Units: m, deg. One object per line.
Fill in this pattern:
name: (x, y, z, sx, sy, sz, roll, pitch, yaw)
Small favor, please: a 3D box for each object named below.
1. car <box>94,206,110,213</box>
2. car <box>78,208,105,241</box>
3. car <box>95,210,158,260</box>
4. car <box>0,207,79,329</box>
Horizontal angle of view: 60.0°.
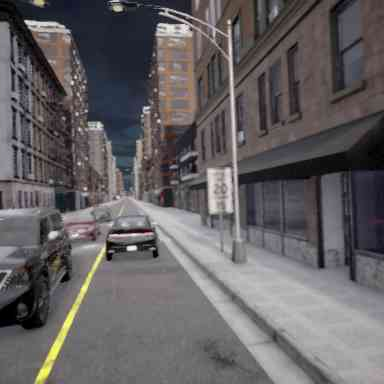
car: (-8.661, 2.077, 31.688, 1.837, 1.490, 4.892, -2, 0, -11)
car: (-6.199, 1.903, 18.732, 1.812, 1.442, 4.674, -2, 0, -11)
car: (-2.402, 1.681, 13.443, 2.128, 1.511, 4.902, -2, 0, -9)
car: (-4.074, 1.430, 7.417, 2.150, 2.045, 5.566, -2, 0, -13)
